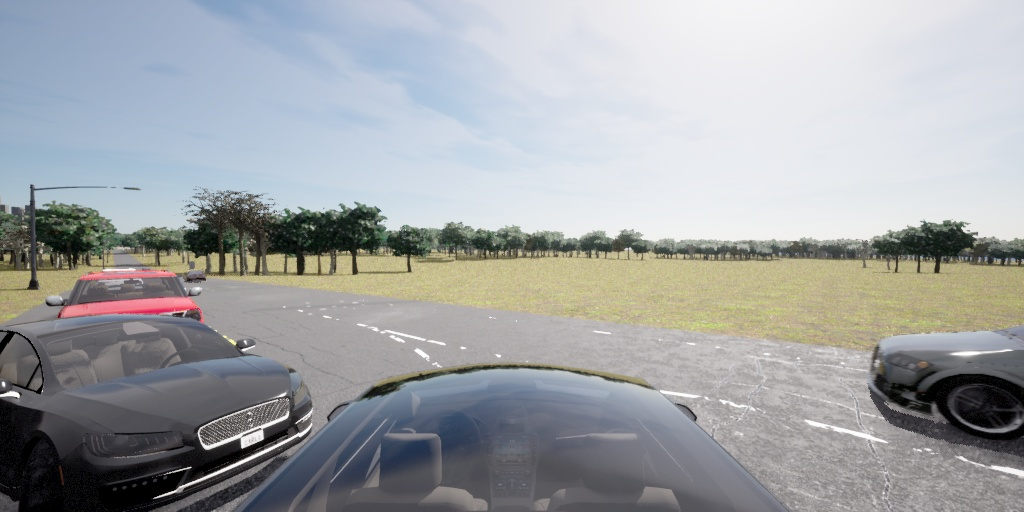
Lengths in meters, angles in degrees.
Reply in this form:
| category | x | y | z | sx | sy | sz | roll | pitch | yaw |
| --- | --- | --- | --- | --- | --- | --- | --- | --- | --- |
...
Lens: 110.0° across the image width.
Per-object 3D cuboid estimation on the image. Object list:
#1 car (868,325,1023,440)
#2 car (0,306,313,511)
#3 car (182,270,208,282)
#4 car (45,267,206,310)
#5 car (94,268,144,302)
| category | x | y | z | sx | sy | sz | roll | pitch | yaw |
| --- | --- | --- | --- | --- | --- | --- | --- | --- | --- |
| car | 6.720 | 1.338 | 3.803 | 4.181 | 1.385 | 1.994 | -1 | 0 | 42 |
| car | -4.488 | 1.445 | 4.028 | 4.892 | 1.490 | 1.837 | -3 | -3 | 22 |
| car | -42.537 | 2.679 | 48.040 | 5.357 | 1.411 | 2.033 | -2 | 0 | 42 |
| car | -9.310 | 1.386 | 8.766 | 5.566 | 2.045 | 2.150 | -2 | 0 | 42 |
| car | -27.584 | 1.891 | 25.203 | 5.566 | 2.045 | 2.150 | -2 | 0 | 42 |
